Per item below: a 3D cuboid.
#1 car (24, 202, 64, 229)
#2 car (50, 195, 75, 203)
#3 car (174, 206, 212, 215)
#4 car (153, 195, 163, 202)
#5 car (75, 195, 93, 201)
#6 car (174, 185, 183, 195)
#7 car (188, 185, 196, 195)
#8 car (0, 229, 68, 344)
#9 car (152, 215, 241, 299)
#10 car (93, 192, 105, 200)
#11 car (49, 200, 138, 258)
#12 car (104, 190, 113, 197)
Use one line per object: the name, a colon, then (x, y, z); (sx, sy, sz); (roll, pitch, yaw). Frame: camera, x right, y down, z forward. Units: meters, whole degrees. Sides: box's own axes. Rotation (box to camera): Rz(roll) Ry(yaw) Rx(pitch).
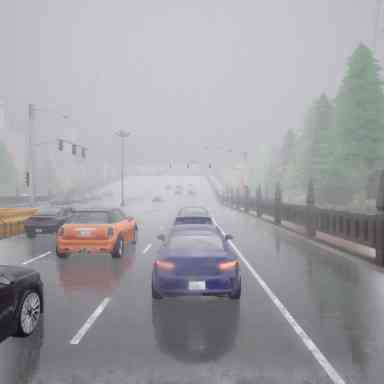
car: (-6.940, 1.505, 17.477); (1.837, 1.490, 4.892); (0, 0, 0)
car: (-21.189, 1.351, 53.797); (2.097, 1.767, 4.553); (0, 0, 0)
car: (0.062, 1.478, 17.636); (1.882, 1.535, 5.008); (0, 0, 0)
car: (-7.050, 1.323, 69.517); (2.033, 1.411, 5.357); (0, 3, 0)
car: (-21.159, 1.507, 63.181); (2.033, 1.411, 5.357); (0, 1, 0)
car: (-3.598, -0.047, 86.036); (1.837, 1.490, 4.892); (0, 7, 0)
car: (-0.098, -0.069, 86.023); (1.882, 1.535, 5.008); (0, 7, 0)
car: (-3.410, 1.492, 3.720); (2.128, 1.511, 4.902); (0, 0, 0)
car: (0.083, 1.526, 8.305); (1.812, 1.442, 4.674); (0, 0, 0)
car: (-21.143, 1.149, 72.917); (1.994, 1.385, 4.181); (0, 3, 0)
car: (-3.428, 1.352, 12.836); (2.097, 1.767, 4.553); (0, 0, 0)
car: (-21.108, 0.300, 83.145); (2.128, 1.511, 4.902); (0, 6, 0)
